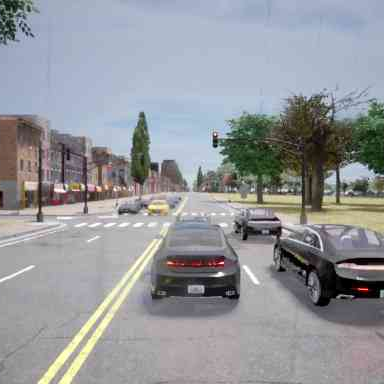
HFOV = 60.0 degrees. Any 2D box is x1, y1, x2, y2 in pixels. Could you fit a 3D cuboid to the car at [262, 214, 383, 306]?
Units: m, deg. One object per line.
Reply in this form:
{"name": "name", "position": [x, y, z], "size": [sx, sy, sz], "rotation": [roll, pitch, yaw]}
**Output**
{"name": "car", "position": [3.327, 1.515, 8.026], "size": [2.128, 1.511, 4.902], "rotation": [0, 0, 0]}

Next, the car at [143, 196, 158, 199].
{"name": "car", "position": [-6.617, 1.633, 47.835], "size": [2.033, 1.411, 5.357], "rotation": [0, 0, 0]}

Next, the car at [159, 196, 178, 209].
{"name": "car", "position": [-3.367, 1.656, 46.811], "size": [1.994, 1.385, 4.181], "rotation": [0, 1, 0]}

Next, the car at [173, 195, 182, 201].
{"name": "car", "position": [-3.281, 1.427, 75.948], "size": [1.895, 1.301, 4.718], "rotation": [0, 0, 0]}

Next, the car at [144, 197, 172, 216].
{"name": "car", "position": [-3.368, 1.613, 34.131], "size": [1.882, 1.535, 5.008], "rotation": [0, 0, 0]}

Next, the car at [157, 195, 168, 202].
{"name": "car", "position": [-6.531, 1.397, 73.892], "size": [2.033, 1.411, 5.357], "rotation": [0, 0, 0]}

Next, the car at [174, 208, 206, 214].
{"name": "car", "position": [0.045, 1.690, 17.771], "size": [1.895, 1.301, 4.718], "rotation": [0, 0, 0]}

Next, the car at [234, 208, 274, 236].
{"name": "car", "position": [3.290, 1.577, 17.236], "size": [2.128, 1.511, 4.902], "rotation": [0, 0, 0]}

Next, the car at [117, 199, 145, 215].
{"name": "car", "position": [-6.616, 1.701, 35.506], "size": [1.994, 1.385, 4.181], "rotation": [0, 0, 0]}

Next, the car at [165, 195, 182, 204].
{"name": "car", "position": [-3.343, 1.523, 61.130], "size": [2.033, 1.411, 5.357], "rotation": [0, 0, 0]}

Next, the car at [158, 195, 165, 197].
{"name": "car", "position": [-6.590, 1.466, 61.228], "size": [2.128, 1.511, 4.902], "rotation": [0, 1, 0]}

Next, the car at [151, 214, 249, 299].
{"name": "car", "position": [0.078, 1.531, 8.466], "size": [1.837, 1.490, 4.892], "rotation": [0, 0, 0]}
